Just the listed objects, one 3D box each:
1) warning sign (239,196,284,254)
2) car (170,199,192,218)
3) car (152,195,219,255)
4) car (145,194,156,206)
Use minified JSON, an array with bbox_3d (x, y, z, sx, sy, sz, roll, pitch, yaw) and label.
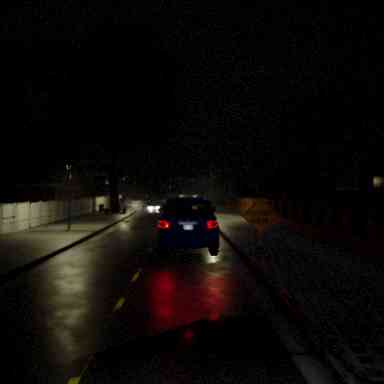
[{"bbox_3d":[2.356,1.099,11.460,1.300,1.860,1.060,1,1,-2],"label":"warning sign"},{"bbox_3d":[-1.065,1.448,30.985,1.882,1.535,5.008,0,0,-4],"label":"car"},{"bbox_3d":[-0.188,1.207,13.322,2.150,2.045,5.566,0,0,-1],"label":"car"},{"bbox_3d":[-6.028,1.467,53.212,2.128,1.511,4.902,0,0,-6],"label":"car"}]
